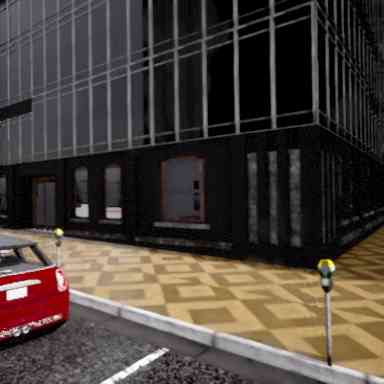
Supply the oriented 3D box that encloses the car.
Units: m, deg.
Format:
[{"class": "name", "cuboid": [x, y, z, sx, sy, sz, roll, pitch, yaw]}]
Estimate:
[{"class": "car", "cuboid": [-3.996, 1.427, 5.745, 4.097, 1.590, 1.967, 0, -1, 36]}]
